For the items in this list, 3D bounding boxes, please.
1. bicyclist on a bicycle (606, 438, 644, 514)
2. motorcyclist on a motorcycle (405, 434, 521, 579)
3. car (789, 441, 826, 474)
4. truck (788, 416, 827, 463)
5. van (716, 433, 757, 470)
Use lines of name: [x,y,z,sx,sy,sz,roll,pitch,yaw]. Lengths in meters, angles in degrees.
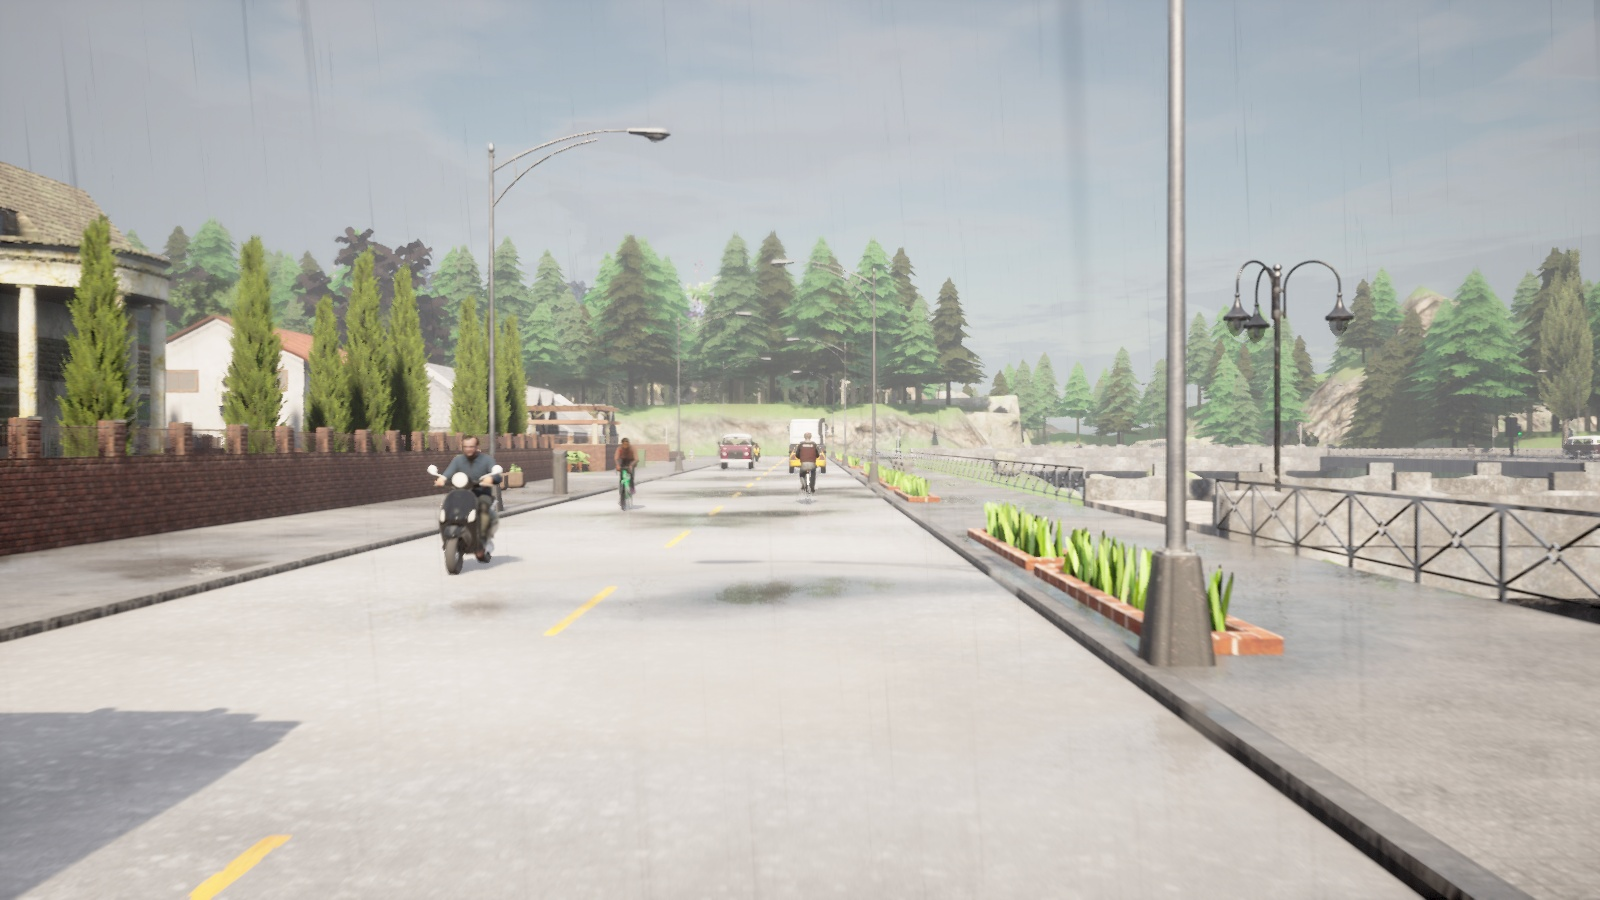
bicyclist on a bicycle: [-3.826,0.541,27.564,0.582,1.620,1.656,0,1,0]
motorcyclist on a motorcycle: [-3.900,0.614,14.698,0.866,1.590,1.817,0,0,0]
car: [0.378,0.330,63.053,1.801,1.575,5.366,0,0,0]
truck: [0.574,-0.781,96.904,2.891,3.462,7.936,0,0,0]
van: [-3.572,0.063,71.714,2.069,2.038,4.480,0,0,0]
